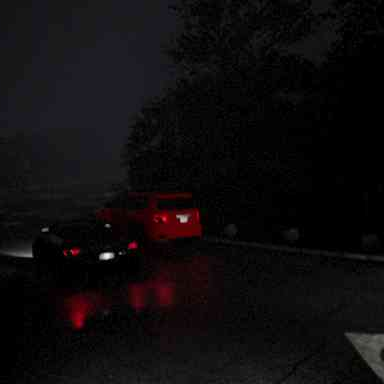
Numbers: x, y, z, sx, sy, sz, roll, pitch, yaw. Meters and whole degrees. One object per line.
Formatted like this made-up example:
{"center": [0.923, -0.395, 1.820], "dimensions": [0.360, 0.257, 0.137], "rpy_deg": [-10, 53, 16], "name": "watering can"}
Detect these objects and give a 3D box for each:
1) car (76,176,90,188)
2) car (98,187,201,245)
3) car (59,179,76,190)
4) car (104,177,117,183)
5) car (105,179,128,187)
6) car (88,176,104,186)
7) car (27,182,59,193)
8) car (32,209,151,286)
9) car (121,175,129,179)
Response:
{"center": [-22.003, -1.611, 63.124], "dimensions": [1.946, 1.575, 5.366], "rpy_deg": [0, 5, 8], "name": "car"}
{"center": [-1.988, 0.986, 13.268], "dimensions": [2.150, 2.045, 5.566], "rpy_deg": [-1, 2, -40], "name": "car"}
{"center": [-22.806, -1.174, 57.676], "dimensions": [1.946, 1.575, 5.366], "rpy_deg": [0, 5, 8], "name": "car"}
{"center": [-19.558, -2.912, 79.750], "dimensions": [2.163, 1.488, 4.792], "rpy_deg": [0, 5, 8], "name": "car"}
{"center": [-11.620, -0.841, 52.428], "dimensions": [1.837, 1.490, 4.892], "rpy_deg": [0, 5, 8], "name": "car"}
{"center": [-21.161, -2.318, 68.834], "dimensions": [2.435, 2.045, 5.566], "rpy_deg": [0, 5, 8], "name": "car"}
{"center": [-23.618, -0.735, 52.230], "dimensions": [1.946, 1.575, 5.366], "rpy_deg": [0, 5, 9], "name": "car"}
{"center": [-3.049, 1.407, 9.211], "dimensions": [1.994, 1.385, 4.181], "rpy_deg": [-1, 1, -34], "name": "car"}
{"center": [-17.945, -3.818, 90.683], "dimensions": [2.231, 1.521, 4.892], "rpy_deg": [0, 5, 8], "name": "car"}
